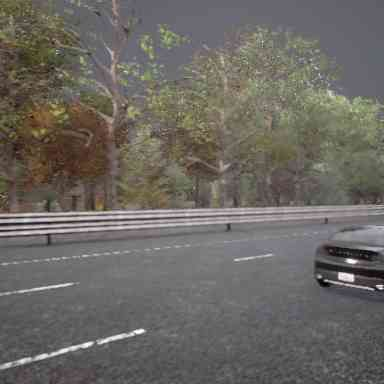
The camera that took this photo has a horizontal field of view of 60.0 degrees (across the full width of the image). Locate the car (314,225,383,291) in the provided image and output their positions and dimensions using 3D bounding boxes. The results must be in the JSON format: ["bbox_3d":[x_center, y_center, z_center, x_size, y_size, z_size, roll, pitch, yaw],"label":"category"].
[{"bbox_3d":[4.860,1.648,8.707,1.837,1.490,4.892,0,-3,43],"label":"car"}]
